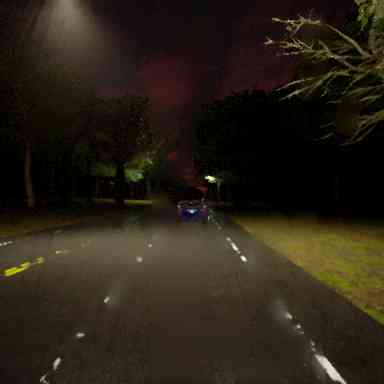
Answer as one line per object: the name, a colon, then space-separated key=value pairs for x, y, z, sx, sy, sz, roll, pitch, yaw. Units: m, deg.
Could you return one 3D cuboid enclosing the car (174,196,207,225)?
car: x=0.001 y=1.391 z=24.630 sx=2.097 sy=1.767 sz=4.553 roll=0 pitch=0 yaw=0
